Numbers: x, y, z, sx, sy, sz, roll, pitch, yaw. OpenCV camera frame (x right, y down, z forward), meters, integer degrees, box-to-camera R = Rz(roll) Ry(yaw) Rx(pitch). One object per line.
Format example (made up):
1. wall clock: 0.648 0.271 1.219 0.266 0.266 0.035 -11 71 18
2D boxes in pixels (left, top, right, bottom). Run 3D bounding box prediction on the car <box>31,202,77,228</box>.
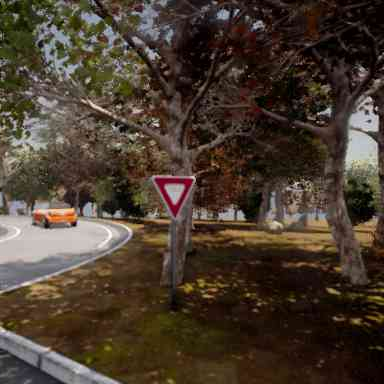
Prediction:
1. car: -9.885 1.487 23.641 2.097 1.767 4.553 0 0 -39
